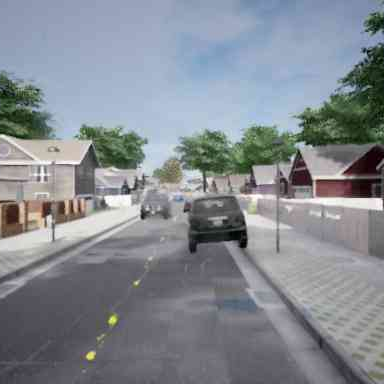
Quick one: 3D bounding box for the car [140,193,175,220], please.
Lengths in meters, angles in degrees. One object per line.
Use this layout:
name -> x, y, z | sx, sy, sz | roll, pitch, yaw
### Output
car -> -2.847, 1.131, 27.187 | 2.150, 2.045, 5.566 | 0, 0, 0

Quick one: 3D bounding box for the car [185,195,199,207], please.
car -> 0.007, 1.291, 49.592 | 1.882, 1.535, 5.008 | 0, 1, 0

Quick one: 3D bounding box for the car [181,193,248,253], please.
car -> 0.875, 1.107, 13.724 | 2.150, 2.045, 5.566 | -5, 0, 0

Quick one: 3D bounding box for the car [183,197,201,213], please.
car -> 0.038, 1.375, 36.783 | 1.837, 1.490, 4.892 | 0, 1, 1

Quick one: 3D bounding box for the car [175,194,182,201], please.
car -> -2.756, 1.203, 68.026 | 1.882, 1.535, 5.008 | 0, 0, 0
